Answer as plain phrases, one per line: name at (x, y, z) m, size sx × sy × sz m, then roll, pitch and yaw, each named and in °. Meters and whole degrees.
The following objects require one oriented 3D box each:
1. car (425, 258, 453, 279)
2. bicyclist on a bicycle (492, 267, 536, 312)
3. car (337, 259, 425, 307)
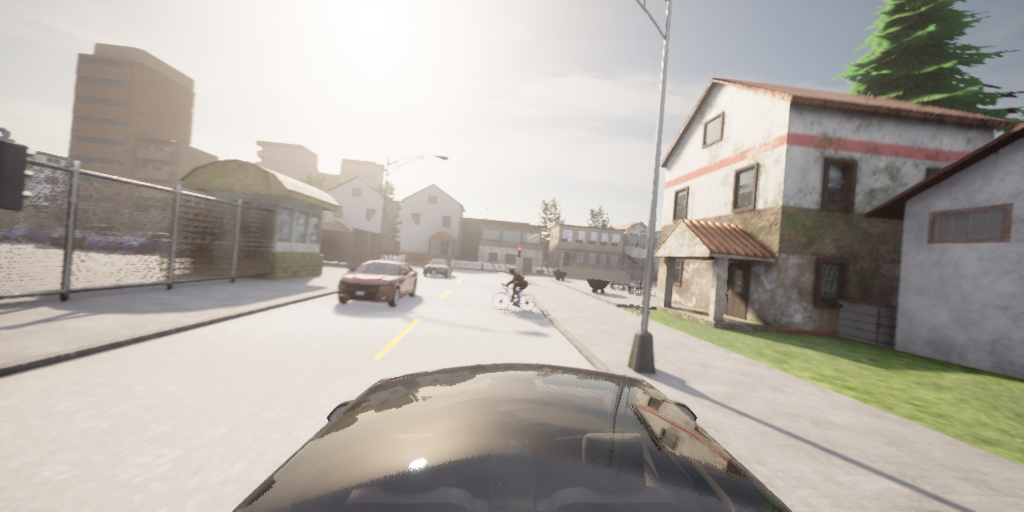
car at (-5.898, 0.934, 28.898) m, size 1.812 × 1.442 × 4.674 m, roll 5°, pitch 0°, yaw -3°
bicyclist on a bicycle at (0.106, 1.237, 13.241) m, size 1.656 × 1.620 × 0.582 m, roll 4°, pitch 1°, yaw -3°
car at (-4.881, 0.887, 13.676) m, size 1.882 × 1.535 × 5.008 m, roll 5°, pitch 0°, yaw -4°
